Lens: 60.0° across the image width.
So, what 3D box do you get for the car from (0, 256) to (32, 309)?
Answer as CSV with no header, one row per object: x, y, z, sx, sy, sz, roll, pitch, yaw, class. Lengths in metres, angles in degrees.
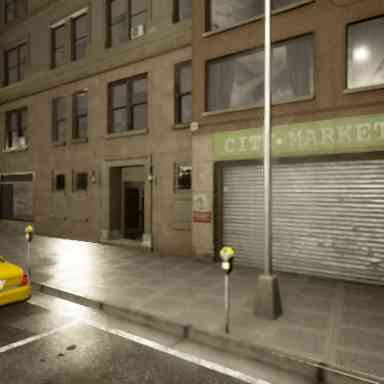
-5.168,1.529,6.769,4.829,1.417,1.752,0,0,36,car
